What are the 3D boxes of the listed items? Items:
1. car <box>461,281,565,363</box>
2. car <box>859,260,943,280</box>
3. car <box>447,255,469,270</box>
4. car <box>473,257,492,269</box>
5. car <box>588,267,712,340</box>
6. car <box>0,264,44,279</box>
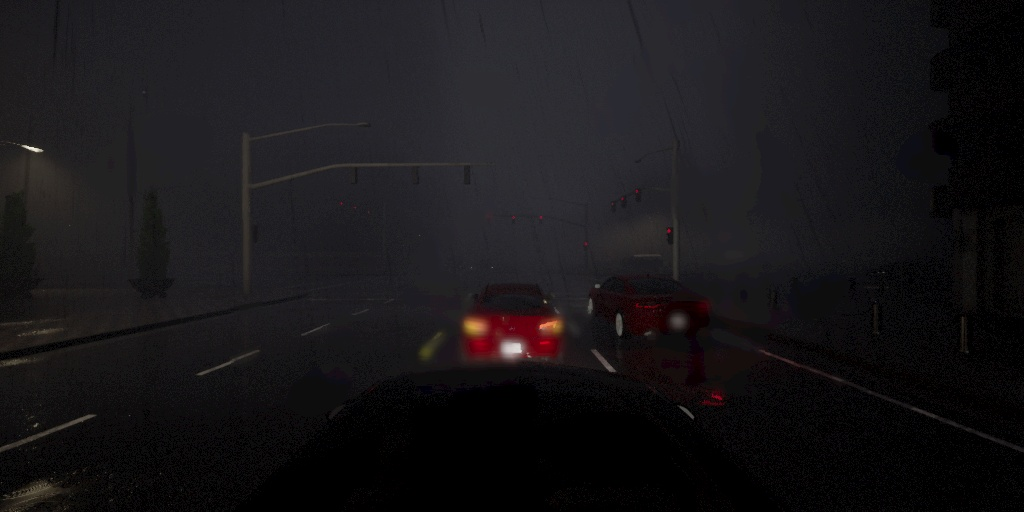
[{"bbox_3d":[0.010,1.275,7.853,1.812,1.442,4.674,0,0,0],"label":"car"},{"bbox_3d":[33.559,1.306,31.021,4.892,1.490,1.837,0,0,0],"label":"car"},{"bbox_3d":[-8.007,0.958,51.823,2.150,2.045,5.566,0,1,-1],"label":"car"},{"bbox_3d":[-4.536,1.268,55.873,1.812,1.442,4.674,0,0,-1],"label":"car"},{"bbox_3d":[3.488,1.226,10.032,1.882,1.535,5.008,0,0,0],"label":"car"},{"bbox_3d":[-38.121,1.306,26.695,4.892,1.490,1.837,0,0,0],"label":"car"}]
